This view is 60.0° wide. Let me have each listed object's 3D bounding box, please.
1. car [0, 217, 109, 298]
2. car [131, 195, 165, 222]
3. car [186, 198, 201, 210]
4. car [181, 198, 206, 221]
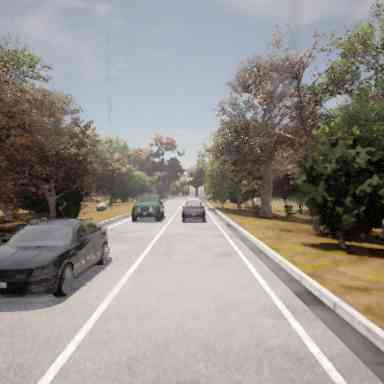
[{"bbox_3d":[-3.585,1.479,8.748,1.882,1.535,5.008,0,0,0],"label":"car"},{"bbox_3d":[-3.463,1.235,27.187,2.150,2.045,5.566,0,0,0],"label":"car"},{"bbox_3d":[0.156,1.535,43.193,1.812,1.442,4.674,0,0,0],"label":"car"},{"bbox_3d":[0.137,1.504,27.103,2.128,1.511,4.902,0,0,0],"label":"car"}]
